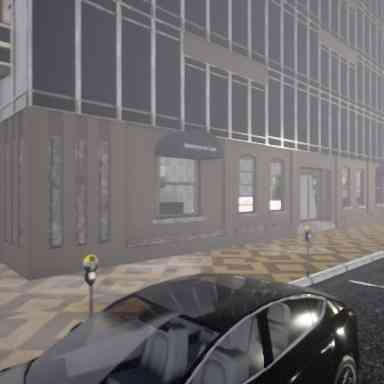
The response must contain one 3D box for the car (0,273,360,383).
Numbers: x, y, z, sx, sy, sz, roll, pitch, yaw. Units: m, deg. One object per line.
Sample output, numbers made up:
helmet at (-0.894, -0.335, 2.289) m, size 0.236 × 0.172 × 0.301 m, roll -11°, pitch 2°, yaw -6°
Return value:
car at (-0.046, 1.566, 2.953) m, size 4.313 × 1.339 × 1.947 m, roll 0°, pitch 0°, yaw -43°
